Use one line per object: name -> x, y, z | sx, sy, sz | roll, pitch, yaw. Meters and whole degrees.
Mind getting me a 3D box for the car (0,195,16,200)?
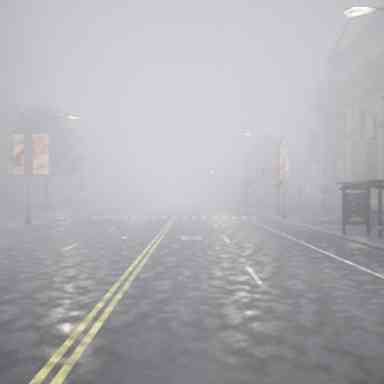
car -> -46.088, 2.091, 80.574 | 4.674, 1.452, 2.002 | 0, -1, 0
